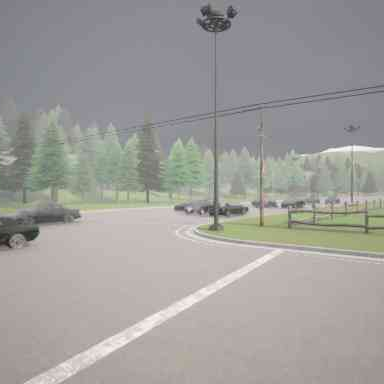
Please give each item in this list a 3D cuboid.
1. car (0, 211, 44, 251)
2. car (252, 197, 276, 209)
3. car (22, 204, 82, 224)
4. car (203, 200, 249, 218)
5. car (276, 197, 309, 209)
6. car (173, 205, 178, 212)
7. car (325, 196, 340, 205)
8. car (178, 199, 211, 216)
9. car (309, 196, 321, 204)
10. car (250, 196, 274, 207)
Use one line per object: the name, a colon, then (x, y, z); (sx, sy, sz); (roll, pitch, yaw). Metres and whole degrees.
car: (-8.116, 1.601, 12.009); (1.895, 1.301, 4.718); (0, 0, 28)
car: (10.155, 1.526, 45.429); (1.812, 1.442, 4.674); (0, 0, 36)
car: (-10.115, 1.547, 22.670); (2.033, 1.411, 5.357); (0, 0, 31)
car: (3.328, 1.600, 30.243); (1.895, 1.301, 4.718); (0, 0, 36)
car: (13.316, 1.477, 43.839); (1.882, 1.535, 5.008); (0, 0, 36)
car: (0.178, 1.547, 37.813); (2.033, 1.411, 5.357); (0, 0, 36)
car: (25.410, 1.534, 60.083); (1.837, 1.490, 4.892); (0, 0, 36)
car: (1.177, 1.491, 33.249); (2.128, 1.511, 4.902); (0, 0, 36)
car: (22.566, 1.528, 62.125); (1.837, 1.490, 4.892); (0, 0, 36)
car: (11.176, 1.478, 52.722); (1.882, 1.535, 5.008); (0, 0, 37)
